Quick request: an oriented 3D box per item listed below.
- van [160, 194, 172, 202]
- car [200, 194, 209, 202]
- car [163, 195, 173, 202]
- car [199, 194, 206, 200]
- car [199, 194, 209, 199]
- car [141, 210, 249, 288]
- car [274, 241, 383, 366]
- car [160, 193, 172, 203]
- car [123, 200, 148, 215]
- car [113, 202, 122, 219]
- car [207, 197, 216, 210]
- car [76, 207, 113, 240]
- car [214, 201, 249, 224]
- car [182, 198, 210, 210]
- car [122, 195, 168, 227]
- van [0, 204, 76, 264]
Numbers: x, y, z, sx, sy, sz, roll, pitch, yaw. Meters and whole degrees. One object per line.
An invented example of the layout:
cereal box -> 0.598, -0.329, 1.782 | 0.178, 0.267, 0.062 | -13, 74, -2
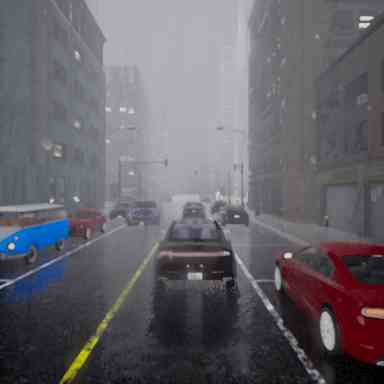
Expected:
van -> -5.511, 1.277, 65.919 | 1.690, 1.788, 3.998 | 0, 0, 0
car -> 2.898, 1.371, 76.952 | 1.967, 1.590, 4.097 | 0, 0, 0
car -> -5.484, 1.475, 76.975 | 1.887, 1.381, 4.507 | 0, 0, 0
car -> 2.941, 1.365, 93.535 | 1.967, 1.590, 4.097 | 0, 0, 0
car -> 2.868, 1.518, 65.896 | 1.802, 1.307, 4.206 | 0, 0, 0
car -> 0.083, 1.480, 9.147 | 2.128, 1.511, 4.902 | 0, 0, 0
car -> 2.711, 1.537, 5.873 | 1.887, 1.381, 4.507 | 0, 0, 0
car -> -5.496, 1.248, 71.447 | 2.192, 1.841, 5.009 | 0, 0, 0
car -> -5.598, 1.542, 33.525 | 1.802, 1.307, 4.206 | 0, 0, 0
car -> -5.612, 1.532, 28.002 | 1.947, 1.339, 4.313 | 0, 0, 0
car -> 2.783, 1.526, 33.491 | 1.947, 1.339, 4.313 | 0, 0, 0
car -> -5.641, 1.523, 16.955 | 1.887, 1.381, 4.507 | 0, 0, 0
car -> 2.754, 1.538, 22.444 | 1.947, 1.339, 4.313 | 0, 0, 0
car -> 0.152, 1.513, 27.878 | 2.033, 1.411, 5.357 | 0, 0, 0
car -> -3.036, 1.324, 22.416 | 2.097, 1.767, 4.553 | 0, 0, 0
van -> -5.654, 1.326, 11.431 | 1.690, 1.788, 3.998 | 0, 0, 0
